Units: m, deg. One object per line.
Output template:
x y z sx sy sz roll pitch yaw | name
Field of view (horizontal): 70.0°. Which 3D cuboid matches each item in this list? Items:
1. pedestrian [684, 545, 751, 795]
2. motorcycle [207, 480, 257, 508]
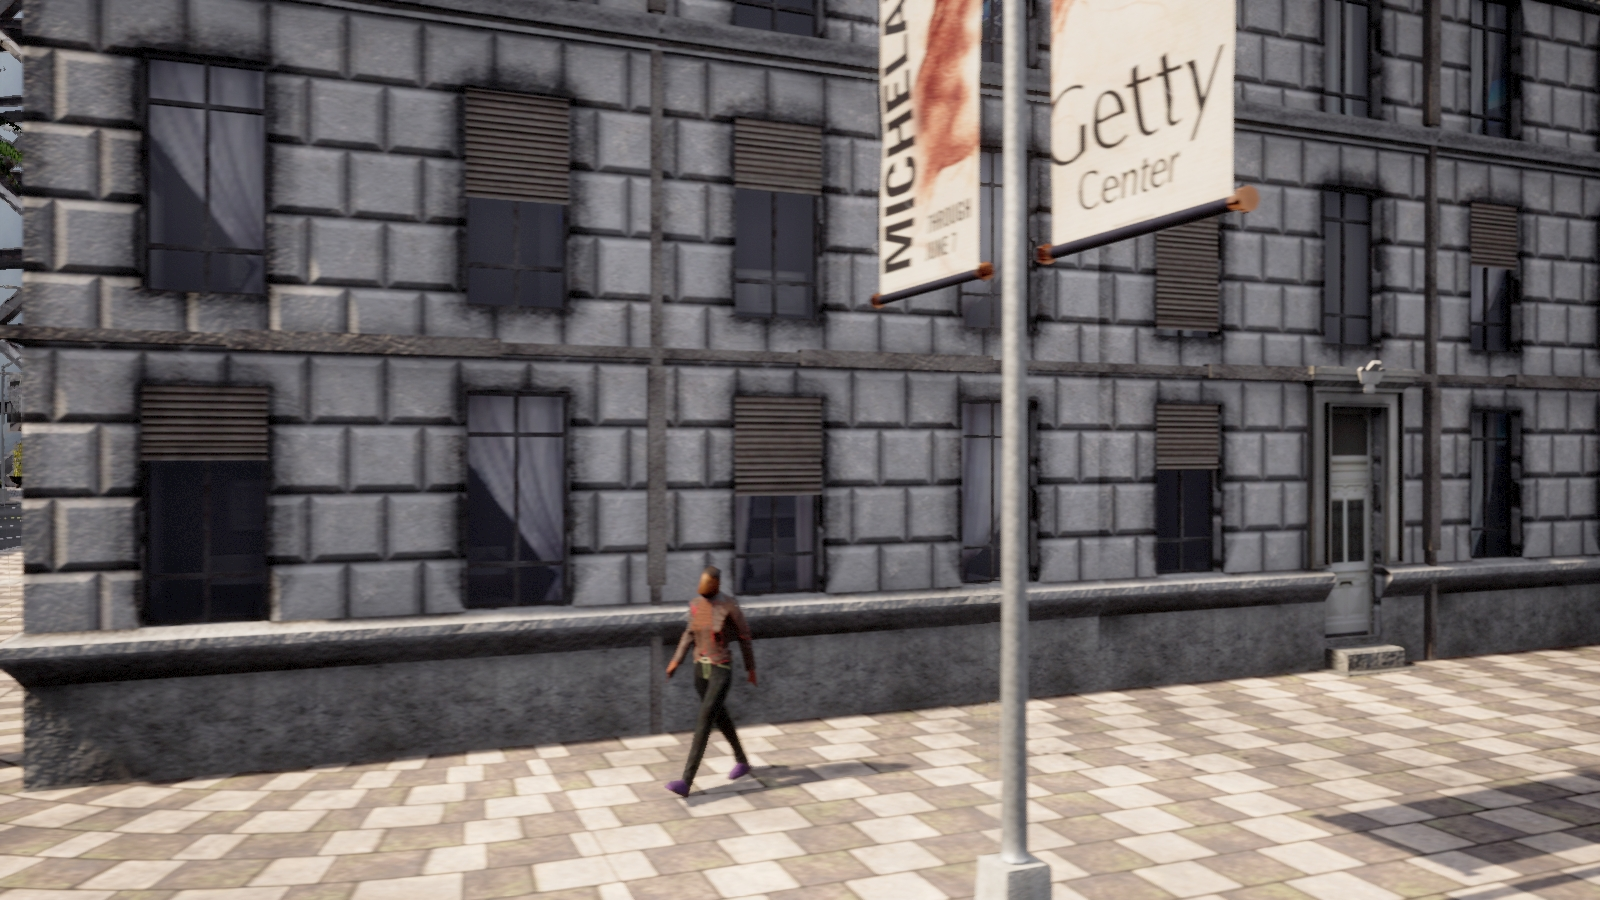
-0.645 1.693 8.945 0.375 1.860 0.375 0 0 33 | pedestrian
-28.007 2.155 56.368 0.764 1.277 2.356 1 0 20 | motorcycle
